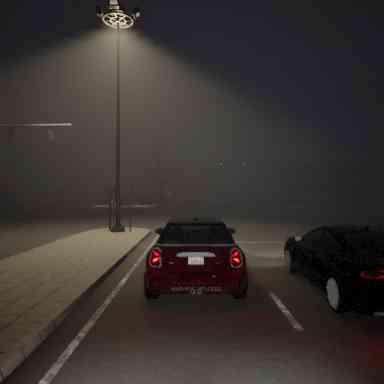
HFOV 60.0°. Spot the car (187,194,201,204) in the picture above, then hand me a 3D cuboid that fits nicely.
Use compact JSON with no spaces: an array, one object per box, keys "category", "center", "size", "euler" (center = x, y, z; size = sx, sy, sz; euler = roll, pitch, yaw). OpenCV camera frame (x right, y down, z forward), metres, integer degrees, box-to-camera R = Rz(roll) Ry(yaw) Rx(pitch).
[{"category":"car","center":[0.105,1.512,54.899],"size":[1.882,1.535,5.008],"euler":[0,0,0]}]

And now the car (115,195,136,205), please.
[{"category":"car","center":[-11.460,1.514,58.110],"size":[1.882,1.535,5.008],"euler":[0,0,0]}]

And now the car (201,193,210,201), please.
[{"category":"car","center":[3.665,1.600,85.919],"size":[1.994,1.385,4.181],"euler":[0,0,0]}]

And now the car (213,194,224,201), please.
[{"category":"car","center":[7.165,1.402,85.882],"size":[2.097,1.767,4.553],"euler":[0,0,0]}]

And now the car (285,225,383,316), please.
[{"category":"car","center":[3.581,1.482,7.628],"size":[1.882,1.535,5.008],"euler":[0,0,0]}]

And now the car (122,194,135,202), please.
[{"category":"car","center":[-14.851,1.404,77.989],"size":[2.097,1.767,4.553],"euler":[0,0,0]}]

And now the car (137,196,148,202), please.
[{"category":"car","center":[-11.352,1.573,77.066],"size":[1.812,1.442,4.674],"euler":[0,0,0]}]

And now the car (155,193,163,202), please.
[{"category":"car","center":[-7.853,1.274,76.621],"size":[2.150,2.045,5.566],"euler":[0,0,0]}]

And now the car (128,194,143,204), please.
[{"category":"car","center":[-11.389,1.394,67.146],"size":[2.097,1.767,4.553],"euler":[0,0,1]}]

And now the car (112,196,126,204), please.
[{"category":"car","center":[-14.870,1.607,67.999],"size":[1.994,1.385,4.181],"euler":[0,0,0]}]

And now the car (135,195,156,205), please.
[{"category":"car","center":[-7.967,1.600,57.296],"size":[1.994,1.385,4.181],"euler":[0,0,0]}]

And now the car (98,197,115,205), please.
[{"category":"car","center":[-14.958,1.600,58.303],"size":[1.994,1.385,4.181],"euler":[0,0,0]}]

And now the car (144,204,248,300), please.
[{"category":"car","center":[0.086,1.357,8.559],"size":[2.097,1.767,4.553],"euler":[0,0,0]}]

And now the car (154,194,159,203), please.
[{"category":"car","center":[-7.902,1.642,66.050],"size":[1.895,1.301,4.718],"euler":[0,0,1]}]

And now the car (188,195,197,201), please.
[{"category":"car","center":[0.164,1.570,85.509],"size":[2.128,1.511,4.902],"euler":[0,0,0]}]
